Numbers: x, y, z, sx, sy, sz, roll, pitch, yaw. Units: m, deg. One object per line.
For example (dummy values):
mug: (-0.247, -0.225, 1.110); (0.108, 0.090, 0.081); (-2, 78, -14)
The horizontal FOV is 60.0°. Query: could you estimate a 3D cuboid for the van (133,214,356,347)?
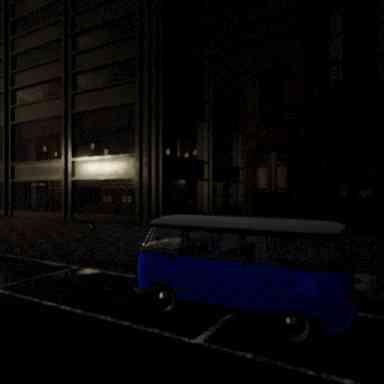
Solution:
van: (0.815, 1.340, 6.007); (3.998, 1.788, 1.690); (0, 0, 30)
